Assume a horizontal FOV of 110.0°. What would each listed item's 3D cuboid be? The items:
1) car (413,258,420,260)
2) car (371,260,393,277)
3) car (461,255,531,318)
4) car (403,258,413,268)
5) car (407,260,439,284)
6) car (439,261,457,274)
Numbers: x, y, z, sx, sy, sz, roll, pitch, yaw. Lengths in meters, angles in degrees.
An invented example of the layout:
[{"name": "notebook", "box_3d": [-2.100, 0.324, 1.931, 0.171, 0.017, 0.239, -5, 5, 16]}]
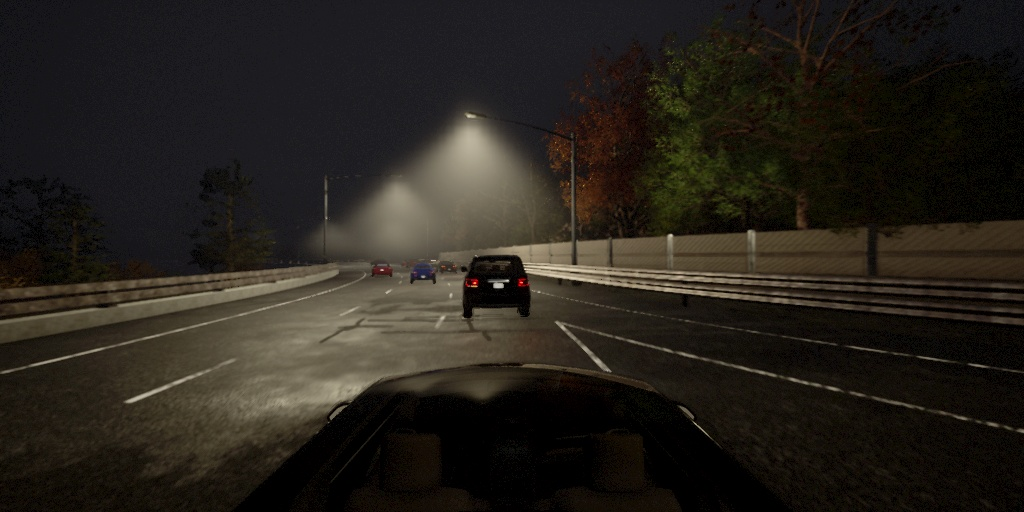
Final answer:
[{"name": "car", "box_3d": [-13.173, 1.304, 53.763, 1.837, 1.490, 4.892, 0, 0, -26]}, {"name": "car", "box_3d": [-13.495, 1.364, 37.327, 1.994, 1.385, 4.181, 0, 0, -19]}, {"name": "car", "box_3d": [-0.696, 0.974, 13.306, 2.150, 2.045, 5.566, 0, 0, -6]}, {"name": "car", "box_3d": [-16.665, 1.164, 60.831, 2.097, 1.767, 4.553, 0, 0, -26]}, {"name": "car", "box_3d": [-6.872, 1.301, 27.765, 1.812, 1.442, 4.674, 0, 0, -14]}, {"name": "car", "box_3d": [-7.605, 1.304, 41.308, 1.812, 1.442, 4.674, 0, 0, -20]}]
